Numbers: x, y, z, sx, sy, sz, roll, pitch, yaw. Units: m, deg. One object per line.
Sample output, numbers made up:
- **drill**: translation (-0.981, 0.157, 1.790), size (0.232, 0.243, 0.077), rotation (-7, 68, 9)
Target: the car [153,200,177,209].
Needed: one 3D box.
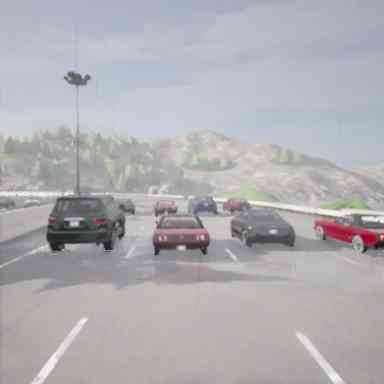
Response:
- **car**: translation (-2.424, 1.344, 29.088), size (1.895, 1.301, 4.718), rotation (0, 1, -9)

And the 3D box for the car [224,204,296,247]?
- **car**: translation (2.873, 1.427, 14.377), size (1.994, 1.385, 4.181), rotation (0, 1, -4)

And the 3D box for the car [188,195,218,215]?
- **car**: translation (0.886, 1.076, 30.362), size (2.097, 1.767, 4.553), rotation (0, 1, -9)

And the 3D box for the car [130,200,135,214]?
- **car**: translation (-6.368, 1.297, 31.236), size (1.994, 1.385, 4.181), rotation (0, 1, -10)

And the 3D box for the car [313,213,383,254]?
- **car**: translation (6.514, 1.469, 12.894), size (1.895, 1.301, 4.718), rotation (0, 1, -4)

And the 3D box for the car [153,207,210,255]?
- **car**: translation (-0.498, 1.485, 12.886), size (1.895, 1.301, 4.718), rotation (0, 1, -4)

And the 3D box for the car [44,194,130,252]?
- **car**: translation (-4.054, 1.108, 13.562), size (2.150, 2.045, 5.566), rotation (0, 1, -4)

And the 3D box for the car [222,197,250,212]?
- **car**: translation (4.203, 1.231, 31.666), size (1.812, 1.442, 4.674), rotation (0, 1, -10)

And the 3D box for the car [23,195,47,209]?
- **car**: translation (-19.424, 1.198, 41.292), size (1.812, 1.442, 4.674), rotation (0, 1, -14)
